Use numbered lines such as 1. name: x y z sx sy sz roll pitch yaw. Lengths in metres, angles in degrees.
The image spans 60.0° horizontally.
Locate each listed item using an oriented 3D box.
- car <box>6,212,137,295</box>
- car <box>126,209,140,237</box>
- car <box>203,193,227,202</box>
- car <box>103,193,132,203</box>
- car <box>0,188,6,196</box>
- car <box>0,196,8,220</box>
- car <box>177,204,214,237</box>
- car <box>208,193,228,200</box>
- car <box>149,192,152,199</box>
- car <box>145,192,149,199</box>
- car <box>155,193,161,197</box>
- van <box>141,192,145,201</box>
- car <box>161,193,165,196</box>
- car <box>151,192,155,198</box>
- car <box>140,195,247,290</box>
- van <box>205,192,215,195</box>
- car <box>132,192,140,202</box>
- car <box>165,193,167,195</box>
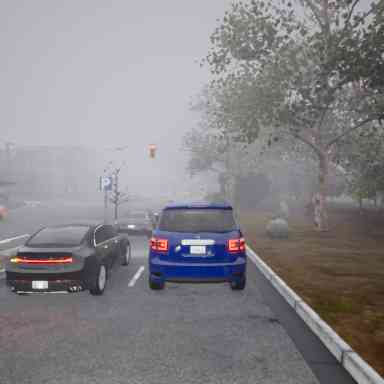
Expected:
1. car: -2.876 1.515 8.741 1.837 1.490 4.892 0 0 0
2. car: -2.815 1.589 17.627 1.994 1.385 4.181 0 0 1
3. car: 4.780 1.142 68.512 4.553 1.767 2.185 1 0 -14
4. car: -14.340 1.359 62.979 4.792 1.488 2.163 -1 0 -15
5. car: -31.076 0.137 53.875 2.002 1.452 4.674 6 -3 -19
6. car: -16.586 1.404 25.177 4.553 1.767 2.185 -1 0 -19
7. car: 0.204 1.531 19.085 1.837 1.490 4.892 0 0 0
8. car: 6.595 1.129 83.209 4.553 1.767 2.185 1 0 -12
9. car: -12.511 1.360 77.927 4.674 1.452 2.002 -1 0 -13
10. car: -12.889 1.322 74.932 4.892 1.521 2.231 -1 0 -13
11. car: -11.309 1.358 86.909 4.674 1.452 2.002 -1 0 -12
12. van: -13.122 1.093 71.961 4.442 1.987 1.878 -1 0 -14
13. car: -10.854 1.065 89.914 5.566 2.045 2.435 -1 0 -12
14. car: -12.134 1.359 80.928 4.674 1.452 2.002 -1 0 -13
15. car: 0.126 1.233 9.226 2.150 2.045 5.566 0 0 0
16. van: 4.391 1.043 65.543 4.442 1.987 1.878 1 0 -14
17. car: -13.691 1.316 65.970 5.366 1.575 1.946 -1 0 -15
18. car: -10.427 1.316 92.892 5.008 1.535 2.097 -1 0 -11
